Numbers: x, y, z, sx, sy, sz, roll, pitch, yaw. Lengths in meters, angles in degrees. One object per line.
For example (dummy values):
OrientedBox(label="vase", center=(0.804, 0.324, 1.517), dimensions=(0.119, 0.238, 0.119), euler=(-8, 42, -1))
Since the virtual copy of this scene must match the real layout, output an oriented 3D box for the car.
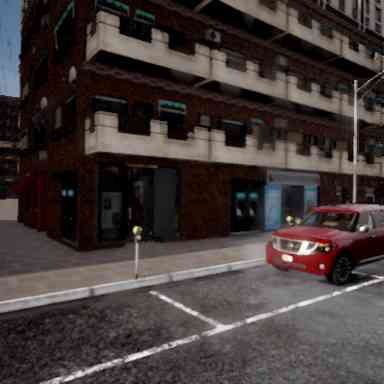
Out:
OrientedBox(label="car", center=(4.411, 1.319, 9.690), dimensions=(5.009, 1.841, 2.192), euler=(0, 1, -35))
